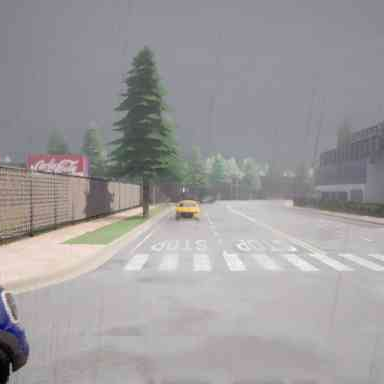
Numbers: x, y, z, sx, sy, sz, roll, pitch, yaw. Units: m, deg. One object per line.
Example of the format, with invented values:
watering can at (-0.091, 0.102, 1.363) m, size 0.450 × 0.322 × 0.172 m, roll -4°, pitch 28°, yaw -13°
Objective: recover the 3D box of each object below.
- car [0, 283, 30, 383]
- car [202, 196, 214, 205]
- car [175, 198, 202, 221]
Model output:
car at (-4.030, 1.349, 2.846) m, size 4.553 × 1.767 × 2.097 m, roll 0°, pitch 0°, yaw -44°
car at (2.828, 1.502, 61.516) m, size 2.128 × 1.511 × 4.902 m, roll 0°, pitch 0°, yaw 18°
car at (-0.337, 1.482, 27.445) m, size 1.882 × 1.535 × 5.008 m, roll 0°, pitch 0°, yaw 1°
